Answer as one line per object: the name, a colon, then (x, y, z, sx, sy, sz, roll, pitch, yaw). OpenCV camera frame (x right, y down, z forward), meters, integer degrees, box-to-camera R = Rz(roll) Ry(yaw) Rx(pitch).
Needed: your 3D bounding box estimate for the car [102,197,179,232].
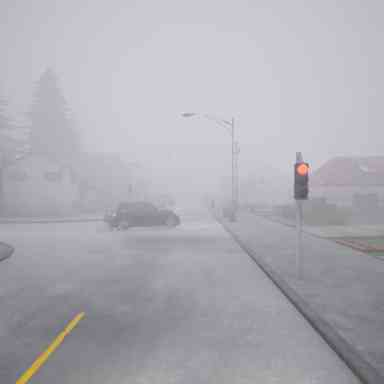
car: (-3.052, 1.351, 20.476, 4.553, 1.767, 2.097, 0, 0, -32)

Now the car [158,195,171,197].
car: (-4.043, 1.505, 41.749, 1.837, 1.490, 4.892, 0, 0, 0)

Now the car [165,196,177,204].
car: (-3.969, 1.526, 63.370, 1.812, 1.442, 4.674, 0, 0, 1)

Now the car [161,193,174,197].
car: (-4.026, 1.221, 52.244, 2.150, 2.045, 5.566, 0, 0, 0)
